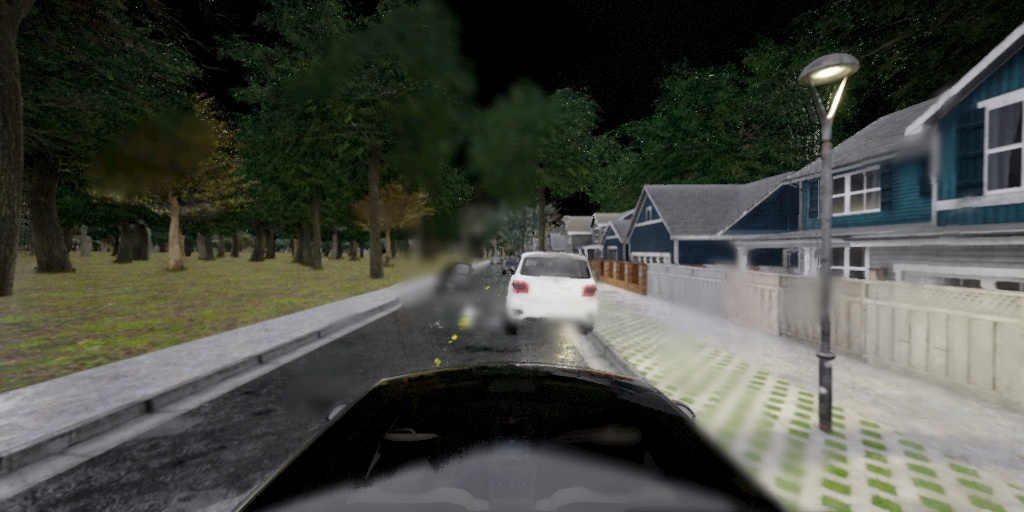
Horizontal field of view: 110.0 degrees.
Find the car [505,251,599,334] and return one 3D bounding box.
[{"bbox_3d":[0.966,0.948,10.487,2.150,2.045,5.566,3,-1,0],"label":"car"}]

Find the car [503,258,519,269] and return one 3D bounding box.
[{"bbox_3d":[-0.099,1.010,48.319,1.994,1.385,4.181,0,0,2],"label":"car"}]

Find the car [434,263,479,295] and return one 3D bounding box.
[{"bbox_3d":[-2.850,1.140,19.117,1.837,1.490,4.892,0,0,0],"label":"car"}]

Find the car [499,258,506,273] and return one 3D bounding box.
[{"bbox_3d":[0.020,1.081,37.996,1.994,1.385,4.181,0,0,1],"label":"car"}]

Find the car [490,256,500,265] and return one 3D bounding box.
[{"bbox_3d":[-2.801,0.828,62.743,2.128,1.511,4.902,0,1,1],"label":"car"}]
